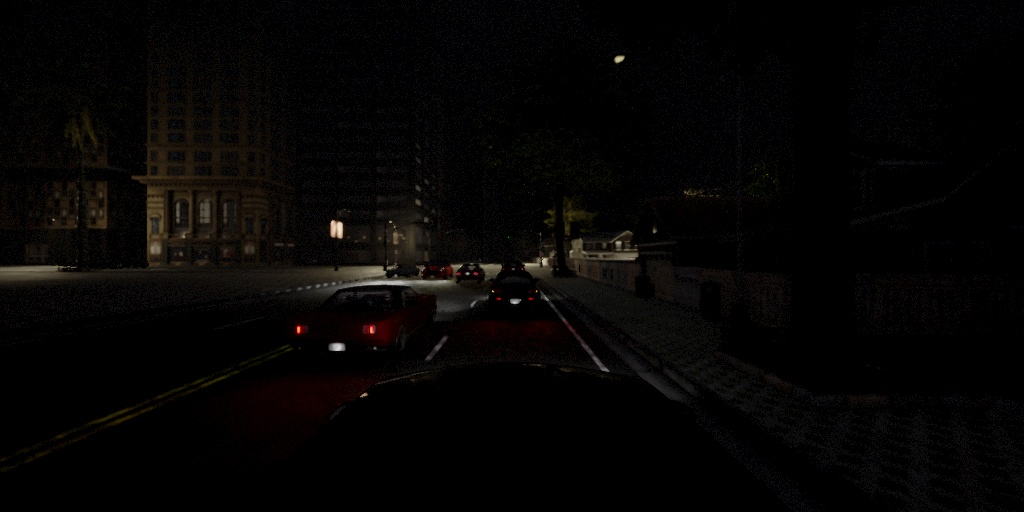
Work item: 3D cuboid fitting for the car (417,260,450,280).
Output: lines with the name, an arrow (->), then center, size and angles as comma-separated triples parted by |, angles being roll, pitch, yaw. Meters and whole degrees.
car -> -6.560, 1.116, 31.722 | 2.097, 1.767, 4.553 | 0, 0, 0

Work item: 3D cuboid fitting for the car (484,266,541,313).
car -> 0.087, 1.282, 13.808 | 1.812, 1.442, 4.674 | 0, 0, 0

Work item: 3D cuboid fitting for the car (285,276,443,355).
car -> -3.149, 1.354, 8.686 | 1.895, 1.301, 4.718 | 0, 0, 0

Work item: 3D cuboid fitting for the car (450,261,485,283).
car -> -3.152, 1.311, 27.862 | 2.033, 1.411, 5.357 | 0, 0, 0

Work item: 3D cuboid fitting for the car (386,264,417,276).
car -> -9.805, 1.367, 32.522 | 1.895, 1.301, 4.718 | 0, 0, 0

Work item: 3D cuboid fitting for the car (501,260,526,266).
car -> 0.099, 1.117, 30.935 | 2.097, 1.767, 4.553 | 0, 0, 0
